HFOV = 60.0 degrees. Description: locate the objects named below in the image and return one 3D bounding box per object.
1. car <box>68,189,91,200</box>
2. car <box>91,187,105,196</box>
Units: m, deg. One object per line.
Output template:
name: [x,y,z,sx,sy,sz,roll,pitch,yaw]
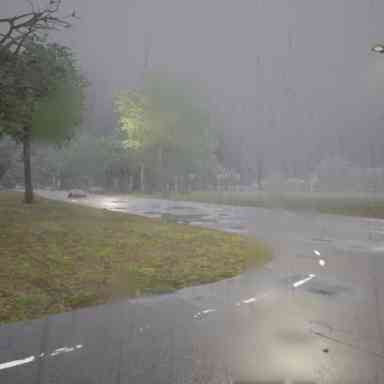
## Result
car: [-17.753,0.303,51.321,1.882,1.535,5.008,-1,2,-35]
car: [-18.685,-0.230,64.658,2.097,1.767,4.553,-1,2,-35]
